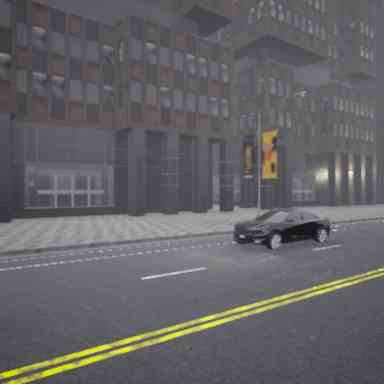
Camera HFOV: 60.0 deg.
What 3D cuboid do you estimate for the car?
[{"bbox_3d":[4.006,1.482,14.529,5.008,1.535,1.882,0,0,-36],"label":"car"}]
